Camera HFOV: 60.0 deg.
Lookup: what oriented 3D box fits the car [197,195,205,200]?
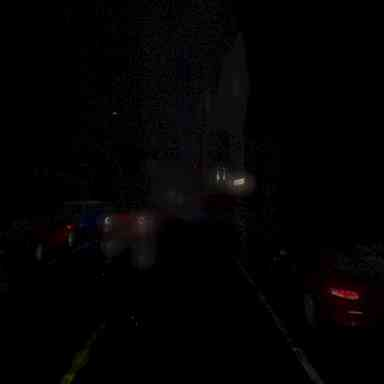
[{"bbox_3d":[2.421,1.415,88.844,1.887,1.381,4.507,0,0,-1],"label":"car"}]

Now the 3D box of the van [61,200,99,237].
[{"bbox_3d":[-5.773,1.356,17.786,1.690,1.788,3.998,0,0,0],"label":"van"}]

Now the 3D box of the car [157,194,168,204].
[{"bbox_3d":[-5.845,1.548,60.548,1.802,1.307,4.206,0,0,-1],"label":"car"}]

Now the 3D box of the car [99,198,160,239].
[{"bbox_3d":[-3.097,1.367,17.445,2.097,1.767,4.553,0,0,0],"label":"car"}]

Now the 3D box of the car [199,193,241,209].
[{"bbox_3d":[4.255,1.424,47.921,5.566,2.045,2.150,1,0,0],"label":"car"}]

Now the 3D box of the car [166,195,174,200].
[{"bbox_3d":[-6.156,1.413,94.414,1.947,1.339,4.313,0,0,-1],"label":"car"}]

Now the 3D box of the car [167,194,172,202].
[{"bbox_3d":[-5.948,1.372,71.837,1.967,1.590,4.097,0,0,-1],"label":"car"}]

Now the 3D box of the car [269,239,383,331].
[{"bbox_3d":[2.759,1.595,6.681,1.802,1.307,4.206,0,0,0],"label":"car"}]

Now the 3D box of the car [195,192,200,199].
[{"bbox_3d":[2.526,1.228,77.556,2.192,1.841,5.009,0,0,-1],"label":"car"}]

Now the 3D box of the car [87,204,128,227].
[{"bbox_3d":[-5.777,1.596,23.338,1.802,1.307,4.206,0,0,0],"label":"car"}]

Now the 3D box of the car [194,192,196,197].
[{"bbox_3d":[2.370,1.162,94.487,2.192,1.841,5.009,0,0,-1],"label":"car"}]

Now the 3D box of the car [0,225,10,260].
[{"bbox_3d":[-5.767,1.596,6.680,1.802,1.307,4.206,0,0,0],"label":"car"}]

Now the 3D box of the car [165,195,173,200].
[{"bbox_3d":[-6.104,1.421,88.770,2.008,1.369,4.403,0,0,-1],"label":"car"}]

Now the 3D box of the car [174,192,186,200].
[{"bbox_3d":[-3.313,1.410,85.163,2.128,1.511,4.902,0,0,-1],"label":"car"}]

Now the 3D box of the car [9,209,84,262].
[{"bbox_3d":[-5.770,1.561,12.235,1.887,1.381,4.507,0,0,0],"label":"car"}]
